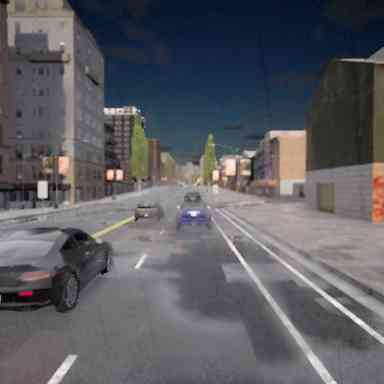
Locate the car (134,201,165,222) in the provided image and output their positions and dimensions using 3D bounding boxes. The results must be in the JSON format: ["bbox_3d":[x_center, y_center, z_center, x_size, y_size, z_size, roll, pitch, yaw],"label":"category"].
[{"bbox_3d":[-3.145,1.387,25.292,2.128,1.511,4.902,0,0,0],"label":"car"}]

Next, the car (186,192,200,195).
[{"bbox_3d":[0.111,1.000,41.872,2.150,2.045,5.566,0,0,0],"label":"car"}]

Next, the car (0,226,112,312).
[{"bbox_3d":[-3.150,1.507,7.533,1.812,1.442,4.674,0,0,0],"label":"car"}]

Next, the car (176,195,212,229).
[{"bbox_3d":[0.106,1.275,20.919,2.097,1.767,4.553,0,0,0],"label":"car"}]
